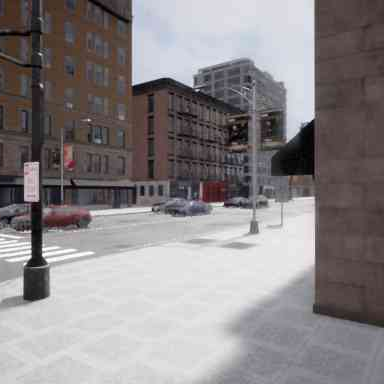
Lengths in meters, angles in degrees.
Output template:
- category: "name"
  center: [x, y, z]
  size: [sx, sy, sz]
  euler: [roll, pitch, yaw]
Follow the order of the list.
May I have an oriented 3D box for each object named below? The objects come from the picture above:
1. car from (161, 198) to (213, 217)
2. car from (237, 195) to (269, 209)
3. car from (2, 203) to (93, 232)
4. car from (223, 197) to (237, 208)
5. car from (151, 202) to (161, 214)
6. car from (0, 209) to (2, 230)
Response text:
- category: "car"
  center: [-0.110, 1.443, 30.457]
  size: [2.033, 1.411, 5.357]
  euler: [0, 0, 35]
- category: "car"
  center: [7.967, 1.188, 41.882]
  size: [2.097, 1.767, 4.553]
  euler: [0, 0, 35]
- category: "car"
  center: [-7.978, 1.478, 19.285]
  size: [1.812, 1.442, 4.674]
  euler: [0, 0, 35]
- category: "car"
  center: [6.296, 1.382, 45.147]
  size: [2.033, 1.411, 5.357]
  euler: [0, 0, 36]
- category: "car"
  center: [-2.020, 1.389, 33.385]
  size: [2.128, 1.511, 4.902]
  euler: [0, 0, 36]
- category: "car"
  center: [-10.793, 1.451, 20.936]
  size: [2.128, 1.511, 4.902]
  euler: [0, 0, 35]
